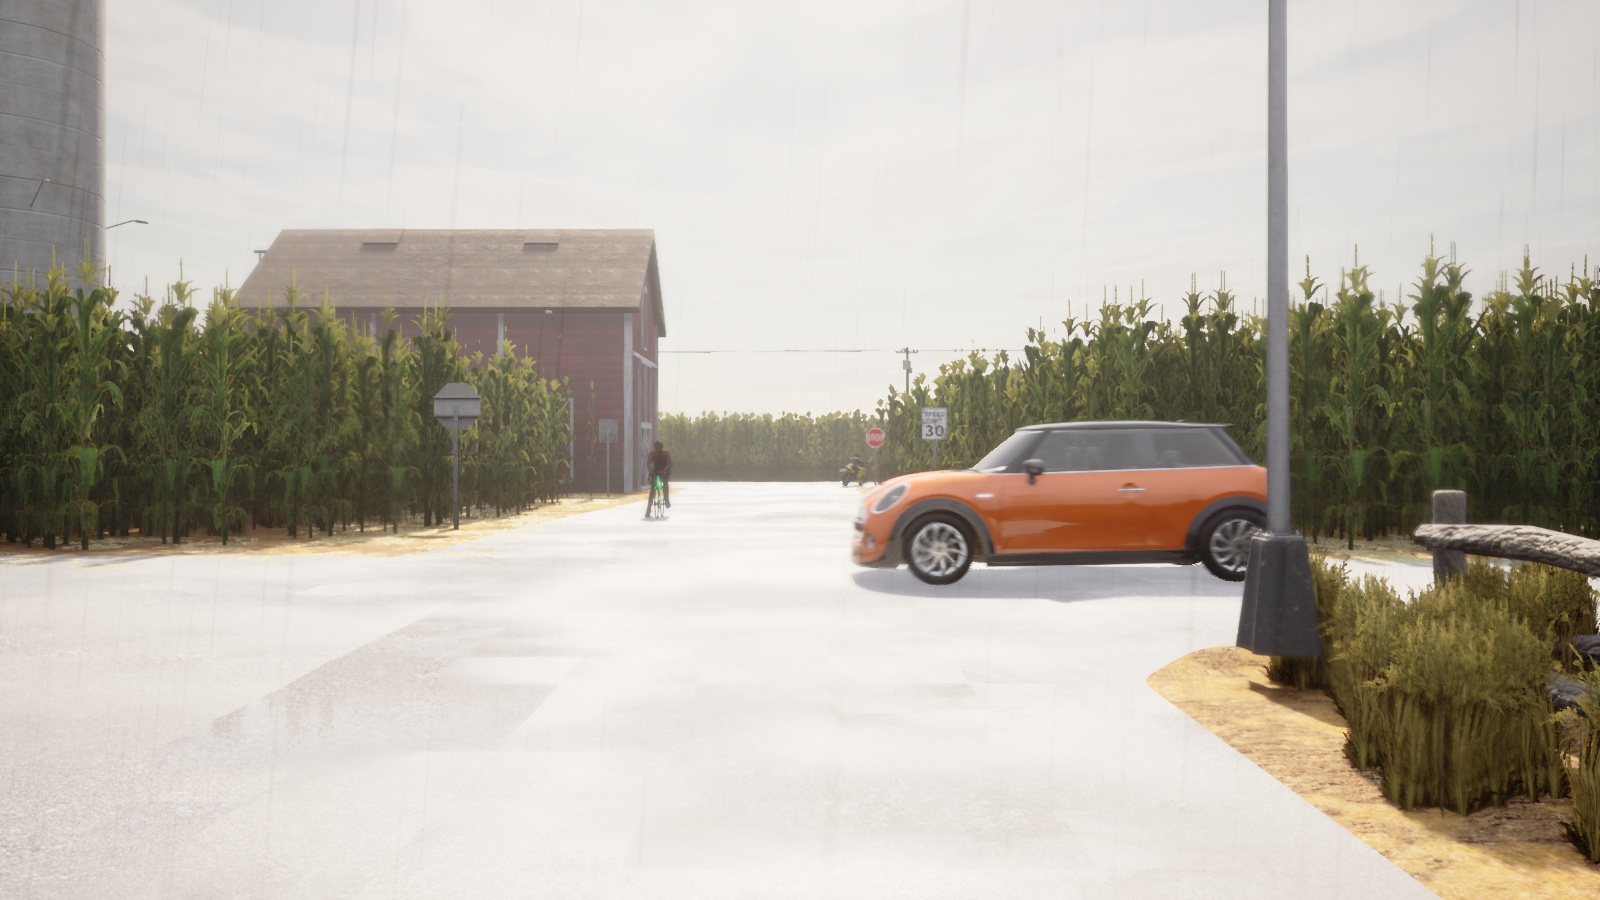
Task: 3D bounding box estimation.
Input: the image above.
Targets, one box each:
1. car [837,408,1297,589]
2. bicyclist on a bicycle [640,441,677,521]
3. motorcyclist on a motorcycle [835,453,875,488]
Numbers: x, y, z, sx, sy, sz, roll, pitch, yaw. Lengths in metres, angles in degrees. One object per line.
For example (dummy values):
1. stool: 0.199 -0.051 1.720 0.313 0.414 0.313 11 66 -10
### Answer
1. car: 2.711 0.486 13.674 4.553 1.767 2.097 -1 0 1
2. bicyclist on a bicycle: -2.945 0.627 26.313 0.582 1.620 1.656 0 0 0
3. motorcyclist on a motorcycle: 2.524 0.913 57.197 0.797 1.523 2.044 2 1 35
